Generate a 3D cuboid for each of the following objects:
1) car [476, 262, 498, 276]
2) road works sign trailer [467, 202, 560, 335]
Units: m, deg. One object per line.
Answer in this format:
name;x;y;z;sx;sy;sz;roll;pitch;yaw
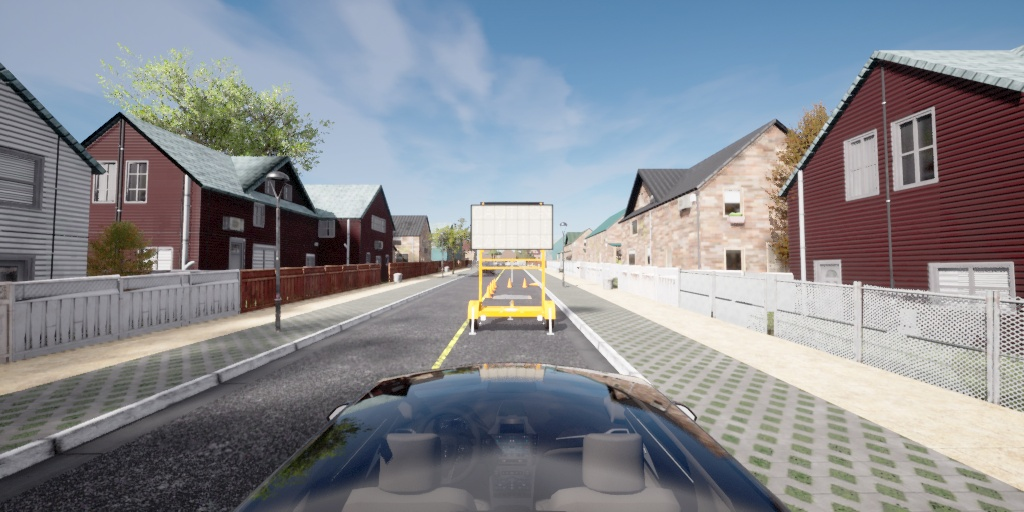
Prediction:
car;-2.829;1.401;40.049;1.837;1.490;4.892;0;0;0
road works sign trailer;0.001;0.227;10.564;2.380;3.560;2.880;0;0;1
